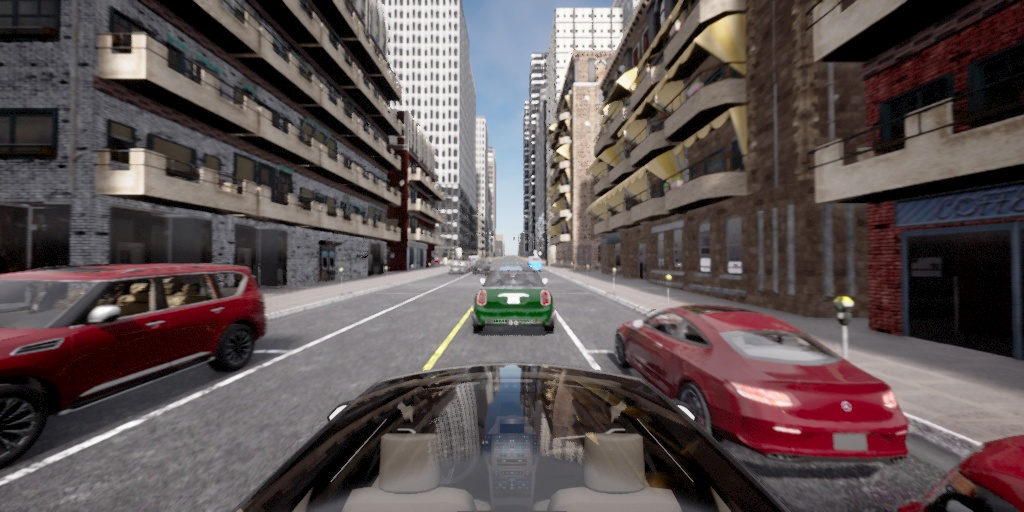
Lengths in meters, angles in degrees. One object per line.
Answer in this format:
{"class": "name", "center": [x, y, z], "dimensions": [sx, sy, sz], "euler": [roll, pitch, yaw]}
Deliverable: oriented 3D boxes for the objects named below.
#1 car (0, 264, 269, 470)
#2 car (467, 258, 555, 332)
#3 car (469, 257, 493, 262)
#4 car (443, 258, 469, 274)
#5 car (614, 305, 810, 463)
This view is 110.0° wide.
{"class": "car", "center": [-5.691, 1.055, 4.885], "dimensions": [2.192, 1.841, 5.009], "euler": [0, 0, 0]}
{"class": "car", "center": [0.055, 1.076, 10.899], "dimensions": [2.097, 1.767, 4.553], "euler": [0, 0, 0]}
{"class": "car", "center": [-3.096, 1.142, 37.785], "dimensions": [1.837, 1.490, 4.892], "euler": [0, 0, 0]}
{"class": "car", "center": [-5.656, 1.187, 38.127], "dimensions": [2.007, 1.370, 4.403], "euler": [0, 0, 0]}
{"class": "car", "center": [2.692, 1.322, 4.937], "dimensions": [1.802, 1.307, 4.207], "euler": [0, 0, 0]}
